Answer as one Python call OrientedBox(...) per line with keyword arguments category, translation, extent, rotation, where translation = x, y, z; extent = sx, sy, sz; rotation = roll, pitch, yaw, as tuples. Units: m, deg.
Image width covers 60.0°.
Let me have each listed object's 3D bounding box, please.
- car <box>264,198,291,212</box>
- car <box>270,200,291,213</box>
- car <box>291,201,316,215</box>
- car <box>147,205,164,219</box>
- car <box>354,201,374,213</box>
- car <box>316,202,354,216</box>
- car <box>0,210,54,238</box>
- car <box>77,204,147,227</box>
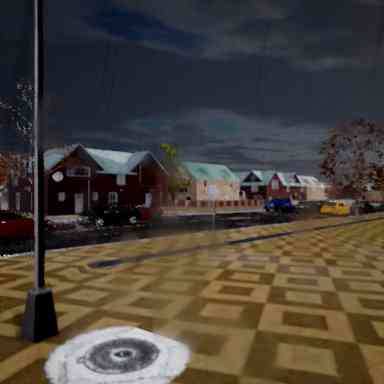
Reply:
OrientedBox(category="car", translation=(12.818, 1.838, 49.125), extent=(2.150, 2.045, 5.566), rotation=(-1, -1, 43))
OrientedBox(category="car", translation=(12.796, 2.144, 44.410), extent=(1.895, 1.301, 4.718), rotation=(-1, -1, 44))
OrientedBox(category="car", translation=(14.754, 1.864, 41.615), extent=(2.097, 1.767, 4.553), rotation=(-1, -1, 44))
OrientedBox(category="car", translation=(-4.938, 1.872, 30.386), extent=(1.895, 1.301, 4.718), rotation=(-1, -1, 43))
OrientedBox(category="car", translation=(23.822, 1.982, 46.583), extent=(2.097, 1.767, 4.553), rotation=(-1, -1, 43))
OrientedBox(category="car", translation=(16.900, 1.963, 39.143), extent=(1.882, 1.535, 5.008), rotation=(-1, -1, 44))
OrientedBox(category="car", translation=(-9.148, 1.589, 16.133), extent=(1.812, 1.442, 4.674), rotation=(-1, -1, 43))
OrientedBox(category="car", translation=(-6.001, 1.691, 24.514), extent=(1.837, 1.490, 4.892), rotation=(-1, -1, 43))
